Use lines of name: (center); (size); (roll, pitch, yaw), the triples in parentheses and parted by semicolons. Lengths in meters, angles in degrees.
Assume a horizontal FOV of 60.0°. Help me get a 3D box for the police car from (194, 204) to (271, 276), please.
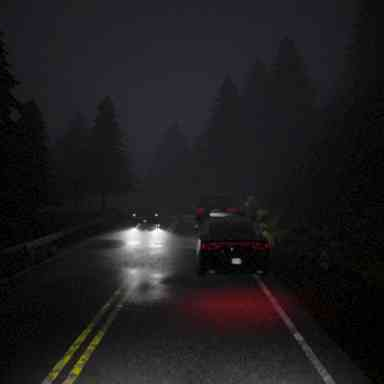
police car: (1.089, 1.400, 10.365); (1.930, 1.638, 5.238); (0, 0, 1)

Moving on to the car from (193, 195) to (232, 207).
car: (1.295, 1.179, 20.324); (2.150, 2.045, 5.566); (0, 0, 1)

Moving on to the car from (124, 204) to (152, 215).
car: (-7.615, 2.490, 46.800); (1.994, 1.385, 4.181); (4, -7, -40)

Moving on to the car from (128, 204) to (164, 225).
car: (-3.057, 1.547, 23.500); (1.895, 1.301, 4.718); (0, 0, -2)
